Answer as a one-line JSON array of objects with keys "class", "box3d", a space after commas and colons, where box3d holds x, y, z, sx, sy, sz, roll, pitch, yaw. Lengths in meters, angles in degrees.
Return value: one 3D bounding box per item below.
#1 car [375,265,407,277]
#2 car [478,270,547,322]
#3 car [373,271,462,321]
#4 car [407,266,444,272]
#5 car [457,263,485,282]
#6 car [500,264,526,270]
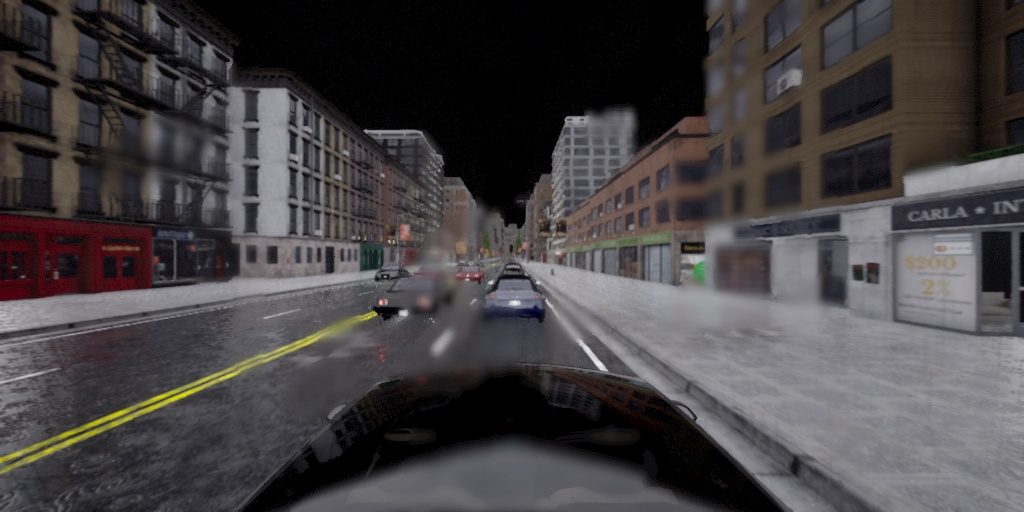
[{"class": "car", "box3d": [-9.852, 1.433, 29.858, 1.994, 1.385, 4.181, 0, 0, 0]}, {"class": "car", "box3d": [0.093, 1.358, 12.546, 1.994, 1.385, 4.181, 0, 0, 0]}, {"class": "car", "box3d": [-3.156, 1.398, 12.744, 1.895, 1.301, 4.718, 0, 0, 0]}, {"class": "car", "box3d": [-6.605, 1.466, 28.838, 1.895, 1.301, 4.718, 0, 0, 0]}, {"class": "car", "box3d": [-3.158, 1.463, 28.118, 1.895, 1.301, 4.718, 0, 0, 0]}, {"class": "car", "box3d": [0.090, 1.373, 29.767, 1.837, 1.490, 4.892, 0, 0, 0]}]
